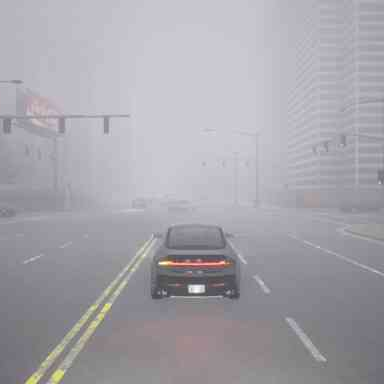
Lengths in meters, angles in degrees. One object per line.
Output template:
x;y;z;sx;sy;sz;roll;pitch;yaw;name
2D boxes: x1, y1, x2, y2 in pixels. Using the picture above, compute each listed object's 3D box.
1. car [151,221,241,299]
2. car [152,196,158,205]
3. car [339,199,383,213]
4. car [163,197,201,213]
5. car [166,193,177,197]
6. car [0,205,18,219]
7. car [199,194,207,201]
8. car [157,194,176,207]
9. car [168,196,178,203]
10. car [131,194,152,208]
0.054;1.505;8.443;1.837;1.490;4.892;0;0;-1;car
-7.466;1.601;56.985;1.895;1.301;4.718;0;0;0;car
18.438;1.478;35.660;5.008;1.535;1.882;0;0;-1;car
-1.074;1.601;37.726;1.895;1.301;4.718;0;0;23;car
-3.977;1.221;61.278;2.150;2.045;5.566;0;0;0;car
-17.367;1.478;28.024;5.008;1.535;1.882;0;0;-1;car
2.897;1.355;88.700;2.097;1.767;4.553;0;0;0;car
-3.927;1.526;51.699;1.812;1.442;4.674;0;0;0;car
-3.983;1.595;71.324;1.895;1.301;4.718;0;0;0;car
-7.424;1.491;47.721;2.128;1.511;4.902;0;0;0;car
